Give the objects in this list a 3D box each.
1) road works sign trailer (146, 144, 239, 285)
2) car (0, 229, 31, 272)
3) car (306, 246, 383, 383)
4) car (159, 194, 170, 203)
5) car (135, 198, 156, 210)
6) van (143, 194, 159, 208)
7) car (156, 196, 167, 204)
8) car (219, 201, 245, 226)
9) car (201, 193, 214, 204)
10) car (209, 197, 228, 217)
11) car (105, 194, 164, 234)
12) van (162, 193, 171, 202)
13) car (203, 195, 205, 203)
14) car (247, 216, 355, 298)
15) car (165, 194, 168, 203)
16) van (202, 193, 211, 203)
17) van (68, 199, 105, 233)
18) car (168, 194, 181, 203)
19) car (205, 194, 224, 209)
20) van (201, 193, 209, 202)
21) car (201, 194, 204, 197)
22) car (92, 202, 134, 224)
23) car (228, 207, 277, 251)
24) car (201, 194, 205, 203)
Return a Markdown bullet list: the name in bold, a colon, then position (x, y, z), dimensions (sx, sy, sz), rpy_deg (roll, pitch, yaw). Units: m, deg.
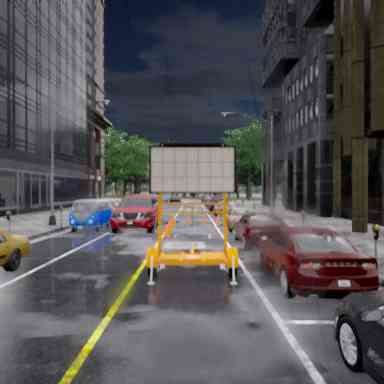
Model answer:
- **road works sign trailer**: position (0.015, 0.443, 9.431), dimensions (2.380, 3.560, 2.880), rpy_deg (0, 0, 0)
- **car**: position (-5.750, 1.507, 8.131), dimensions (1.752, 1.417, 4.829), rpy_deg (0, 0, 0)
- **car**: position (2.767, 1.544, 2.849), dimensions (2.008, 1.369, 4.403), rpy_deg (0, 0, 0)
- **car**: position (-5.655, 1.307, 68.113), dimensions (1.967, 1.590, 4.097), rpy_deg (0, 0, 0)
- **car**: position (-5.698, 1.479, 40.926), dimensions (1.947, 1.339, 4.313), rpy_deg (0, 0, 0)
- **van**: position (-5.690, 1.244, 46.363), dimensions (1.690, 1.788, 3.998), rpy_deg (0, 0, 0)
- **car**: position (-5.664, 1.401, 62.506), dimensions (1.752, 1.417, 4.829), rpy_deg (0, 0, 0)
- **car**: position (2.793, 1.482, 19.332), dimensions (1.752, 1.417, 4.829), rpy_deg (0, 0, 0)
- **car**: position (2.861, 1.190, 62.662), dimensions (2.192, 1.841, 5.009), rpy_deg (0, 0, 0)
- **car**: position (2.810, 1.460, 30.207), dimensions (1.752, 1.417, 4.829), rpy_deg (0, 0, 0)
- **car**: position (-3.068, 1.179, 19.193), dimensions (2.150, 2.045, 5.566), rpy_deg (0, 0, 0)
- **van**: position (-5.647, 1.199, 73.551), dimensions (1.690, 1.788, 3.998), rpy_deg (0, 0, 0)
- **car**: position (2.836, 1.428, 46.519), dimensions (1.752, 1.417, 4.829), rpy_deg (0, 0, 0)
- **car**: position (2.776, 1.526, 8.287), dimensions (1.887, 1.381, 4.507), rpy_deg (0, 0, 0)
- **car**: position (-5.672, 1.450, 57.238), dimensions (1.947, 1.339, 4.313), rpy_deg (0, 0, 0)
- **van**: position (2.870, 1.208, 68.099), dimensions (1.690, 1.788, 3.998), rpy_deg (0, 0, 0)
- **van**: position (-5.733, 1.298, 19.175), dimensions (1.690, 1.788, 3.998), rpy_deg (0, 0, 0)
- **car**: position (-2.971, 1.426, 60.396), dimensions (2.033, 1.411, 5.357), rpy_deg (0, 0, 1)
- **car**: position (2.818, 1.239, 35.474), dimensions (2.192, 1.841, 5.009), rpy_deg (0, 0, 0)
- **van**: position (2.879, 1.199, 73.537), dimensions (1.690, 1.788, 3.998), rpy_deg (0, 0, 0)
- **car**: position (2.853, 1.324, 57.224), dimensions (1.967, 1.590, 4.097), rpy_deg (0, 0, 0)
- **car**: position (-5.724, 1.496, 24.613), dimensions (2.008, 1.369, 4.403), rpy_deg (0, 0, 0)
- **car**: position (2.784, 1.514, 13.724), dimensions (1.887, 1.381, 4.507), rpy_deg (0, 0, 0)
- **car**: position (2.844, 1.438, 51.787), dimensions (1.887, 1.381, 4.507), rpy_deg (0, 0, 0)
